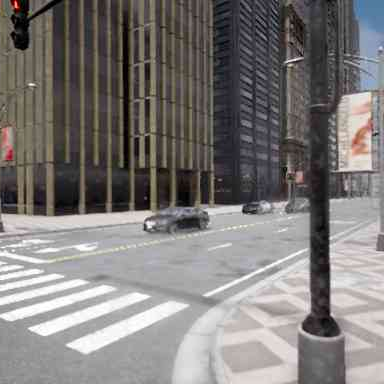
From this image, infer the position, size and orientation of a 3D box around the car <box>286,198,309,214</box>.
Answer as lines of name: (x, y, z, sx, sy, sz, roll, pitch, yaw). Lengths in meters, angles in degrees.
car: (12.614, 1.510, 38.620, 2.097, 1.767, 4.553, -1, 0, 36)

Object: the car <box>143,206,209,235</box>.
car: (-0.852, 1.622, 19.909, 2.128, 1.511, 4.902, -1, 0, 36)

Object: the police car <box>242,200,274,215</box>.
police car: (7.197, 1.683, 36.528, 2.038, 1.542, 4.974, -1, 0, 36)
